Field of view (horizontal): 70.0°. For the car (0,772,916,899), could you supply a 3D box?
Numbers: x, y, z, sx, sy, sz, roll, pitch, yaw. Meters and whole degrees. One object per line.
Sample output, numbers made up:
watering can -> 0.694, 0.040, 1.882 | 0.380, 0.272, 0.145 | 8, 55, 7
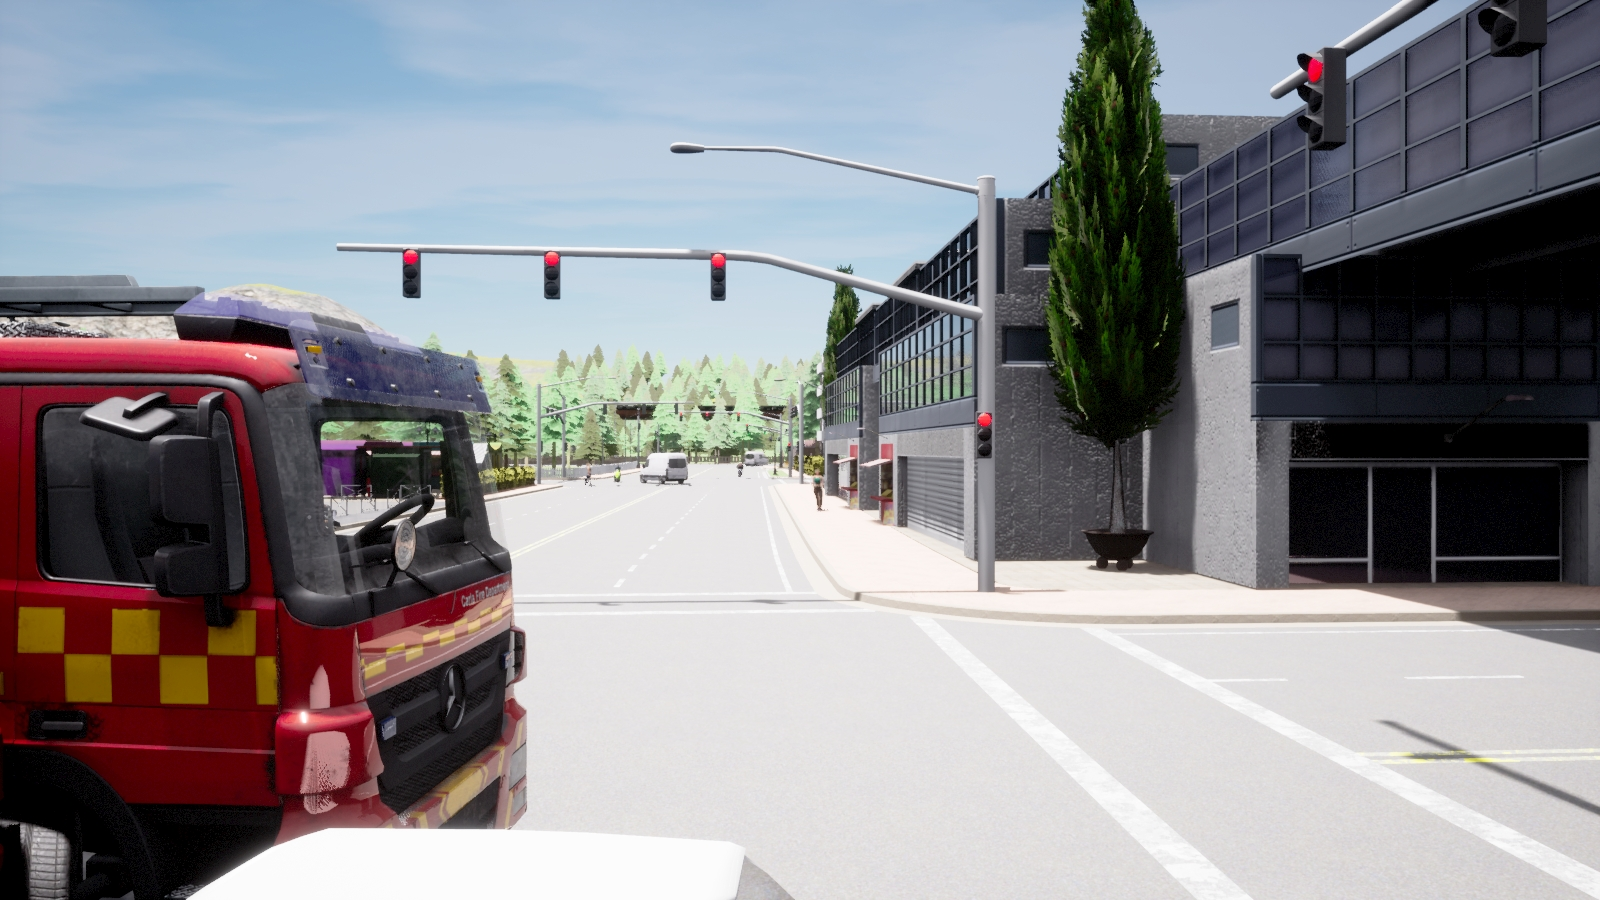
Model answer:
car -> -1.549, 2.065, 3.579 | 3.806, 1.475, 1.970 | 0, 0, 5

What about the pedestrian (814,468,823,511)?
pedestrian -> 0.797, 1.696, 49.041 | 0.375, 1.860, 0.375 | 0, 0, 0

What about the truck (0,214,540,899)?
truck -> -6.102, 0.890, 6.659 | 8.468, 3.827, 2.891 | 0, 0, 4

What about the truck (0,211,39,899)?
truck -> -7.587, 0.890, 3.490 | 8.468, 3.827, 2.891 | 0, 0, -3
